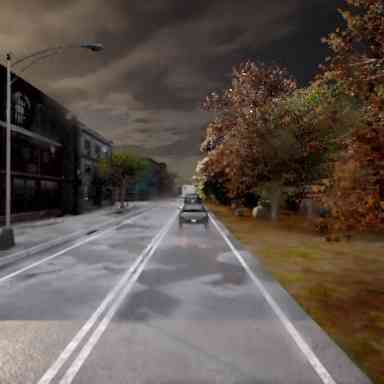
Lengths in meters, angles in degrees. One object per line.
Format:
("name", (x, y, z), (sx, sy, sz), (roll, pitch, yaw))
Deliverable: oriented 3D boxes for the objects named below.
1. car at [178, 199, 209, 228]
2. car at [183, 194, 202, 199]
("car", (0.101, 1.491, 22.248), (2.128, 1.511, 4.902), (0, 0, 0))
("car", (0.101, 1.217, 42.373), (2.150, 2.045, 5.566), (0, 0, 0))
